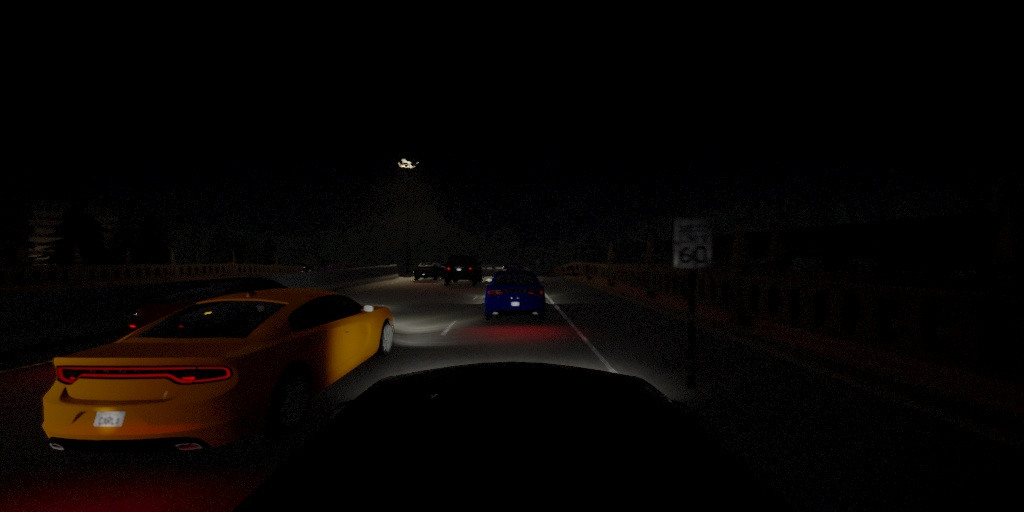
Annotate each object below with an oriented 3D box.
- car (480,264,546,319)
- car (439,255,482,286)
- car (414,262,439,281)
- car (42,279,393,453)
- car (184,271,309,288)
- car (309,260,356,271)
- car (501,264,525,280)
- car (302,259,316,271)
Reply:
[{"bbox_3d":[0.095,1.227,12.793,1.882,1.535,5.008,0,0,0],"label":"car"},{"bbox_3d":[-3.409,0.969,25.731,2.150,2.045,5.566,0,0,0],"label":"car"},{"bbox_3d":[-6.911,1.270,30.474,2.128,1.511,4.902,0,-1,0],"label":"car"},{"bbox_3d":[-3.404,1.227,5.510,1.882,1.535,5.008,0,0,0],"label":"car"},{"bbox_3d":[-6.904,1.275,9.261,1.812,1.442,4.674,0,0,0],"label":"car"},{"bbox_3d":[-14.108,1.288,29.210,1.812,1.442,4.674,0,-1,0],"label":"car"},{"bbox_3d":[0.088,1.372,32.168,1.994,1.385,4.181,0,-1,0],"label":"car"},{"bbox_3d":[-21.101,1.324,40.231,2.150,2.045,5.566,0,-3,0],"label":"car"}]
